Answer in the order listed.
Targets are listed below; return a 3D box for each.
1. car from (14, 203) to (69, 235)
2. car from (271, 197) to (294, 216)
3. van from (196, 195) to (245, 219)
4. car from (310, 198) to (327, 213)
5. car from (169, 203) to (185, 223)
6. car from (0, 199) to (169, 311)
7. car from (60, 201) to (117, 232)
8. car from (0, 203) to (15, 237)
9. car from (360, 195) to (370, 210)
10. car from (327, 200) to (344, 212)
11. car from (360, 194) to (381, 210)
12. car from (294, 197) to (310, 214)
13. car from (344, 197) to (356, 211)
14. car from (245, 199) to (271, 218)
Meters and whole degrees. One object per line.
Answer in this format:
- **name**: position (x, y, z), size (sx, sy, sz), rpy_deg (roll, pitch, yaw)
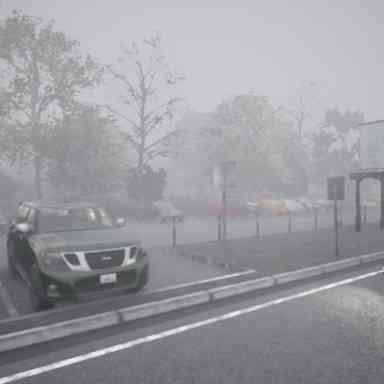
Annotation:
- **car**: position (-9.214, 1.507, 20.135), size (2.163, 1.488, 4.792), rpy_deg (0, 0, -36)
- **car**: position (6.620, 1.428, 31.396), size (2.097, 1.535, 5.008), rpy_deg (0, 0, -36)
- **van**: position (2.030, 1.216, 28.269), size (1.878, 1.987, 4.442), rpy_deg (0, 0, -36)
- **car**: position (11.117, 1.290, 34.650), size (2.185, 1.767, 4.553), rpy_deg (0, 0, -36)
- **car**: position (-2.402, 1.486, 24.926), size (2.163, 1.488, 4.792), rpy_deg (0, 0, -36)
- **car**: position (-3.133, 1.231, 8.335), size (2.435, 2.045, 5.566), rpy_deg (0, 0, -36)
- **car**: position (-6.830, 1.468, 21.573), size (1.946, 1.575, 5.366), rpy_deg (0, 0, -36)
- **car**: position (-11.459, 1.486, 18.504), size (2.231, 1.521, 4.892), rpy_deg (0, 0, -36)
- **car**: position (17.895, 1.428, 39.485), size (2.163, 1.488, 4.792), rpy_deg (0, 0, -36)
- **car**: position (13.391, 1.409, 36.242), size (2.097, 1.535, 5.008), rpy_deg (0, 0, -36)
- **car**: position (20.278, 1.390, 40.922), size (1.946, 1.575, 5.366), rpy_deg (0, 0, -35)
- **car**: position (8.878, 1.462, 33.010), size (2.002, 1.452, 4.674), rpy_deg (0, 0, -36)
- **car**: position (15.657, 1.405, 37.845), size (2.231, 1.521, 4.892), rpy_deg (0, 0, -36)
- **car**: position (4.359, 1.475, 29.784), size (2.002, 1.452, 4.674), rpy_deg (0, 0, -35)
